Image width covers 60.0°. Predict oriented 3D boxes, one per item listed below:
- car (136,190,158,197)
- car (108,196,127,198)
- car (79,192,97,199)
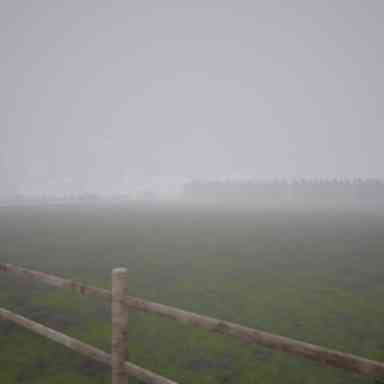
[{"bbox_3d":[-9.940,0.478,73.864,2.150,2.045,5.566,0,0,35],"label":"car"},{"bbox_3d":[-15.399,0.996,70.778,2.033,1.411,5.357,0,0,35],"label":"car"},{"bbox_3d":[-18.711,0.726,61.114,2.097,1.767,4.553,0,0,35],"label":"car"}]
